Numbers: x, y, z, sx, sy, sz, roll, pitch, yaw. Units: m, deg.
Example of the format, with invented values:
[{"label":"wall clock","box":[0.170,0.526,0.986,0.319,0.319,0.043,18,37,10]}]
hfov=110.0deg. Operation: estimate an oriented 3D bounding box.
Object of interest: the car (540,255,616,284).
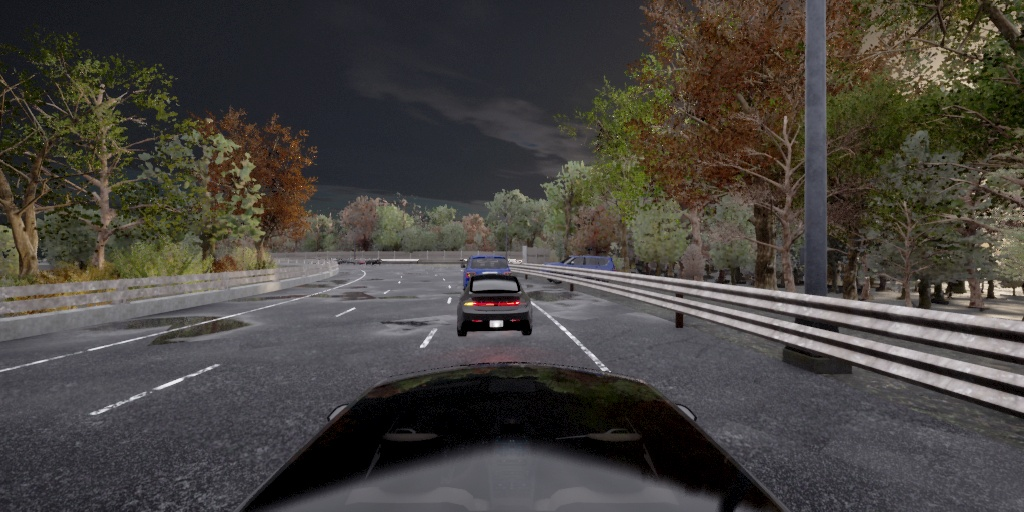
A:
[{"label":"car","box":[4.829,0.956,26.158,5.566,2.045,2.150,3,1,-8]}]

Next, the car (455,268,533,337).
[{"label":"car","box":[-0.557,1.255,10.361,1.837,1.490,4.892,0,0,-5]}]

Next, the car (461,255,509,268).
[{"label":"car","box":[-1.327,0.971,17.839,2.150,2.045,5.566,0,0,-8]}]
